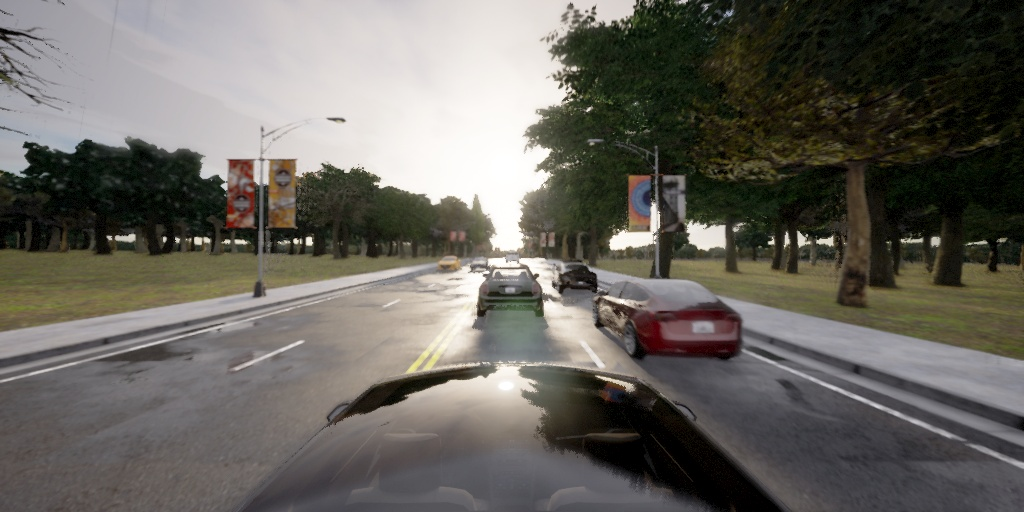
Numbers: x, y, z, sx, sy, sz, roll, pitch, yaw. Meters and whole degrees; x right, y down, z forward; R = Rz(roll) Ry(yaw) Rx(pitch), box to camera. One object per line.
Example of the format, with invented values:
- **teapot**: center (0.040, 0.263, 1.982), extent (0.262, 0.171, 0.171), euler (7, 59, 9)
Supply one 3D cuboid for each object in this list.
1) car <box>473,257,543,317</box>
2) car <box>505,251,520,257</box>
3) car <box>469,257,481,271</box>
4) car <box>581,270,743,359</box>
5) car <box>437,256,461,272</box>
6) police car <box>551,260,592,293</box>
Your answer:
- **car**: center (-0.042, 1.047, 13.194), extent (2.097, 1.767, 4.553), euler (0, 1, 0)
- **car**: center (0.078, 0.294, 56.071), extent (2.150, 2.045, 5.566), euler (0, 1, 0)
- **car**: center (-3.312, 0.836, 37.985), extent (1.812, 1.442, 4.674), euler (0, 1, 0)
- **car**: center (3.248, 1.245, 8.430), extent (2.163, 1.488, 4.792), euler (0, 0, 0)
- **car**: center (-6.563, 0.787, 37.983), extent (1.882, 1.535, 5.008), euler (0, 0, 0)
- **police car**: center (3.244, 1.023, 19.507), extent (1.930, 1.638, 5.238), euler (0, 1, 0)
